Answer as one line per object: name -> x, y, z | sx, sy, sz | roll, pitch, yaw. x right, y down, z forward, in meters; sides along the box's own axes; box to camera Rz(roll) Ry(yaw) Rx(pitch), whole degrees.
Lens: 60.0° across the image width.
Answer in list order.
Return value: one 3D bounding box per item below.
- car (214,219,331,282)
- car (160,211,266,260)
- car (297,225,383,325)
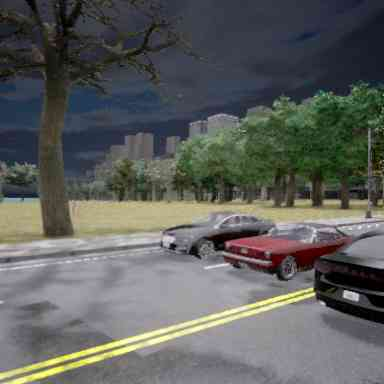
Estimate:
car -> 3.156, 1.602, 9.931 | 4.718, 1.301, 1.895 | 0, 0, -36
car -> 1.143, 1.493, 12.486 | 4.902, 1.511, 2.128 | 0, 0, -36
car -> 4.510, 1.479, 6.657 | 5.008, 1.535, 1.882 | 0, 0, -35
